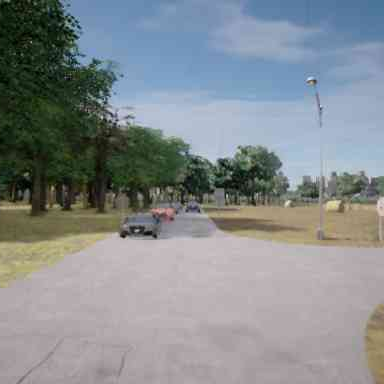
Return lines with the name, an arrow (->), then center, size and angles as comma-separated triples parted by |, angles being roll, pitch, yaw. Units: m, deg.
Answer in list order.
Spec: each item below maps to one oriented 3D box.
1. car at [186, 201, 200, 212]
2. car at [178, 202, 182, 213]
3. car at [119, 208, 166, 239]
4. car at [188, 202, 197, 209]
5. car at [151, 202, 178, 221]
car -> 0.164, 2.226, 52.044 | 2.097, 1.767, 4.553 | 0, -1, 0
car -> -2.768, 2.255, 45.719 | 1.837, 1.490, 4.892 | 0, -1, 0
car -> -2.827, 1.833, 19.121 | 1.994, 1.385, 4.181 | 0, -1, 0
car -> 0.105, 2.741, 68.487 | 1.837, 1.490, 4.892 | 0, -1, 0
car -> -2.805, 1.840, 32.049 | 2.097, 1.767, 4.553 | 0, -1, 0
